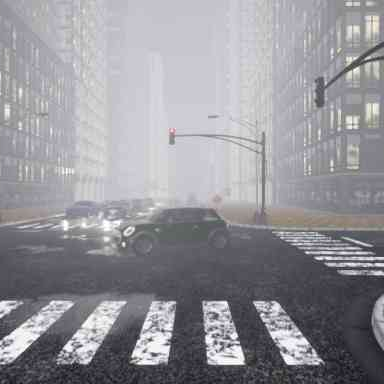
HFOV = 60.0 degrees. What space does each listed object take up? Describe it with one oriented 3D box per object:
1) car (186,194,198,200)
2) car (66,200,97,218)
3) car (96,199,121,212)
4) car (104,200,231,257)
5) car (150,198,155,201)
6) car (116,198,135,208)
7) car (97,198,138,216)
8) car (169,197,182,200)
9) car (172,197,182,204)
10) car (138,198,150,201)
[{"bbox_3d":[-0.017,1.600,60.181,1.837,1.490,4.892,0,0,0],"label":"car"},{"bbox_3d":[-9.863,1.501,30.395,1.882,1.535,5.008,0,0,0],"label":"car"},{"bbox_3d":[-9.861,1.603,39.527,1.994,1.385,4.181,0,0,0],"label":"car"},{"bbox_3d":[-0.819,1.357,13.002,4.553,1.767,2.097,0,0,-25],"label":"car"},{"bbox_3d":[-6.606,1.591,50.416,1.812,1.442,4.674,0,0,0],"label":"car"},{"bbox_3d":[-9.859,1.628,49.772,1.994,1.385,4.181,0,0,-1],"label":"car"},{"bbox_3d":[-6.609,1.514,30.147,2.128,1.511,4.902,0,0,0],"label":"car"},{"bbox_3d":[-3.169,1.587,60.025,2.128,1.511,4.902,0,0,0],"label":"car"},{"bbox_3d":[-3.202,1.696,70.353,1.994,1.385,4.181,0,0,0],"label":"car"},{"bbox_3d":[-6.611,1.517,39.708,1.882,1.535,5.008,0,0,0],"label":"car"}]
